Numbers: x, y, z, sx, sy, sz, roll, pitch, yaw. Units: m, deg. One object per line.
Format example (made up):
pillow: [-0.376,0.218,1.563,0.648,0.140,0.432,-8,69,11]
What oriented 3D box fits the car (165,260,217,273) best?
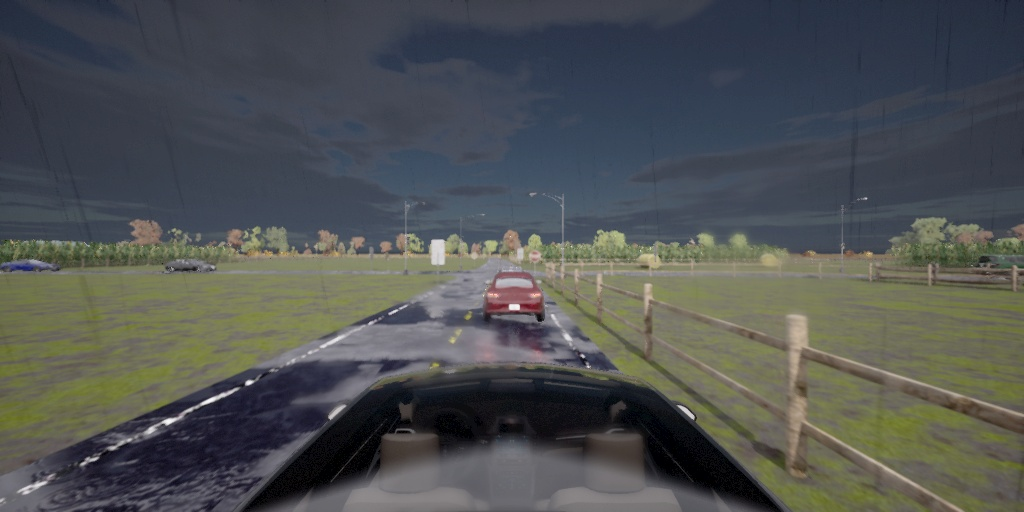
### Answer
car: [-35.944,1.138,40.206,4.902,1.511,2.128,0,0,-1]

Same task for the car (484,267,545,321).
car: [0.054,1.252,12.202,1.812,1.442,4.674,0,0,0]

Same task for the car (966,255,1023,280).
car: [43.155,0.945,30.187,5.566,2.045,2.150,0,1,16]
